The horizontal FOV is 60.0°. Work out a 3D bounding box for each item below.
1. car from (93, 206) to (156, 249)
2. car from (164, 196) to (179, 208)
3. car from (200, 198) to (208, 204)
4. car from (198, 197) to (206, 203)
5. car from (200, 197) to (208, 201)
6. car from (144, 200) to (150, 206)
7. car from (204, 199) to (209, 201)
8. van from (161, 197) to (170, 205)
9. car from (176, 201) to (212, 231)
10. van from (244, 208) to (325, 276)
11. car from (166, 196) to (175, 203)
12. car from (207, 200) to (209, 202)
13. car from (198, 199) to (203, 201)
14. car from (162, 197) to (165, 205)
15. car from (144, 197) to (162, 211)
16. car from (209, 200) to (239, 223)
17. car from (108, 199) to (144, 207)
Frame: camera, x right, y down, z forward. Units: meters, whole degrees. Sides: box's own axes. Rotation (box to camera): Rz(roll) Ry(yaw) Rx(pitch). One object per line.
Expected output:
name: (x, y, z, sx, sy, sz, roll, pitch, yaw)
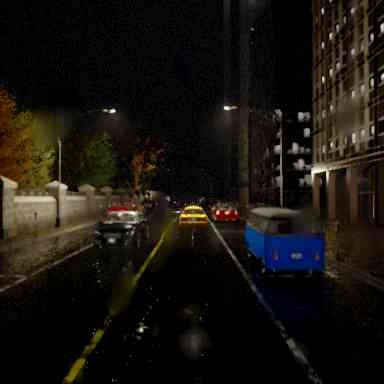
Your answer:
car: (-3.098, 1.624, 15.296, 2.128, 1.511, 4.902, 0, 0, 0)
car: (-3.062, 1.948, 55.587, 1.837, 1.490, 4.892, 0, 0, 0)
car: (2.705, 2.119, 77.844, 1.752, 1.417, 4.829, 1, 0, 0)
car: (2.707, 2.104, 88.909, 1.967, 1.590, 4.097, 1, 0, 0)
car: (2.703, 2.062, 60.821, 1.802, 1.307, 4.206, 1, 0, 0)
car: (-5.680, 1.802, 33.028, 1.752, 1.417, 4.829, 1, 0, 0)
car: (2.700, 1.887, 38.834, 1.947, 1.339, 4.313, 1, 0, 0)
van: (-5.674, 1.897, 72.110, 1.690, 1.788, 3.998, 1, 0, 0)
car: (0.102, 1.646, 22.246, 1.801, 1.575, 5.366, 0, 0, 0)
van: (2.700, 1.433, 10.432, 1.690, 1.788, 3.998, 1, 0, 0)
car: (-5.671, 1.979, 88.952, 2.192, 1.841, 5.009, 1, 0, 0)
car: (2.700, 1.804, 33.325, 1.752, 1.417, 4.829, 1, 0, 0)
car: (0.105, 1.947, 42.175, 1.895, 1.301, 4.718, 0, 0, 0)
car: (-5.675, 1.795, 60.883, 2.192, 1.841, 5.009, 1, 0, 0)
car: (-5.676, 1.679, 44.565, 2.192, 1.841, 5.009, 1, 0, 0)
car: (2.701, 1.673, 27.475, 1.967, 1.590, 4.097, 1, 0, 0)
car: (-5.679, 1.548, 27.518, 2.192, 1.841, 5.009, 1, 0, 0)
